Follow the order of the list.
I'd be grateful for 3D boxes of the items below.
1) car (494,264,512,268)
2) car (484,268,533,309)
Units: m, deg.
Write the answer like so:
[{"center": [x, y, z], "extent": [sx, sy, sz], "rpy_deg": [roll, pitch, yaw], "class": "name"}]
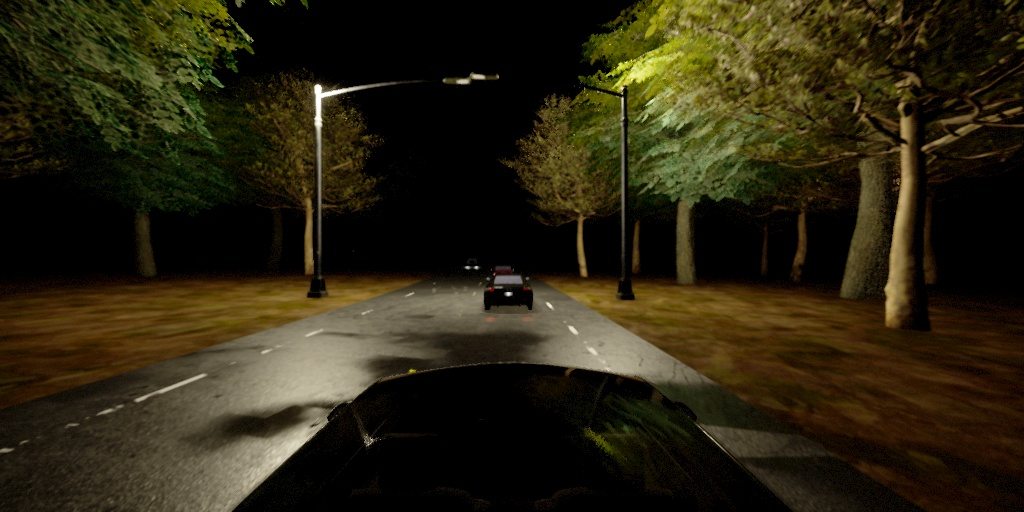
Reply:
[{"center": [-0.753, 1.392, 29.459], "extent": [2.033, 1.411, 5.357], "rpy_deg": [0, 0, -3], "class": "car"}, {"center": [-0.164, 1.395, 15.450], "extent": [1.994, 1.385, 4.181], "rpy_deg": [-1, 0, -1], "class": "car"}]
